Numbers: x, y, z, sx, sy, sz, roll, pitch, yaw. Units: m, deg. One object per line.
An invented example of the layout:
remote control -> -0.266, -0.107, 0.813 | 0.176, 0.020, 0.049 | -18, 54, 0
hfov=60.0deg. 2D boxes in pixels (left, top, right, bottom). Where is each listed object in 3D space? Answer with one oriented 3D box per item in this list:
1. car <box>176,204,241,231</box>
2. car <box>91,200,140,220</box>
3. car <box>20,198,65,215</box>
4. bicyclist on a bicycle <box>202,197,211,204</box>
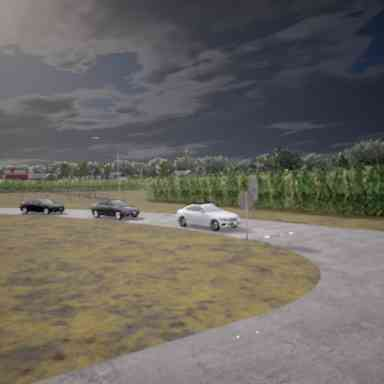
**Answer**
car -> 0.886, 1.469, 20.648 | 1.812, 1.442, 4.674 | -2, 2, -42
car -> -6.411, 1.414, 27.693 | 4.892, 1.490, 1.837 | 0, 2, 38
car -> -14.943, 1.392, 33.231 | 5.008, 1.535, 1.882 | 0, 2, 27
bicyclist on a bicycle -> 1.237, 1.220, 29.286 | 0.582, 1.620, 1.656 | 1, 1, 43
